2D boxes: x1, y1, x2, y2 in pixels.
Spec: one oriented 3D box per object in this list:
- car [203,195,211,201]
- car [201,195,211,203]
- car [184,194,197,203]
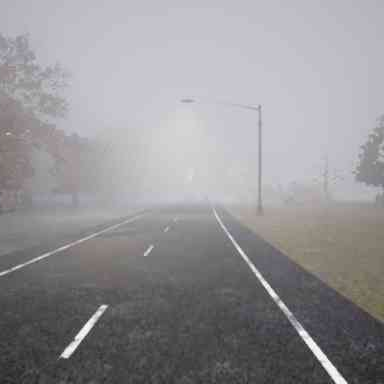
[{"bbox_3d":[3.744,1.361,81.670,1.812,1.442,4.674,0,0,5],"label":"car"},{"bbox_3d":[2.900,1.577,71.761,1.895,1.301,4.718,0,0,5],"label":"car"},{"bbox_3d":[-0.661,1.504,71.155,2.128,1.511,4.902,0,0,5],"label":"car"}]
